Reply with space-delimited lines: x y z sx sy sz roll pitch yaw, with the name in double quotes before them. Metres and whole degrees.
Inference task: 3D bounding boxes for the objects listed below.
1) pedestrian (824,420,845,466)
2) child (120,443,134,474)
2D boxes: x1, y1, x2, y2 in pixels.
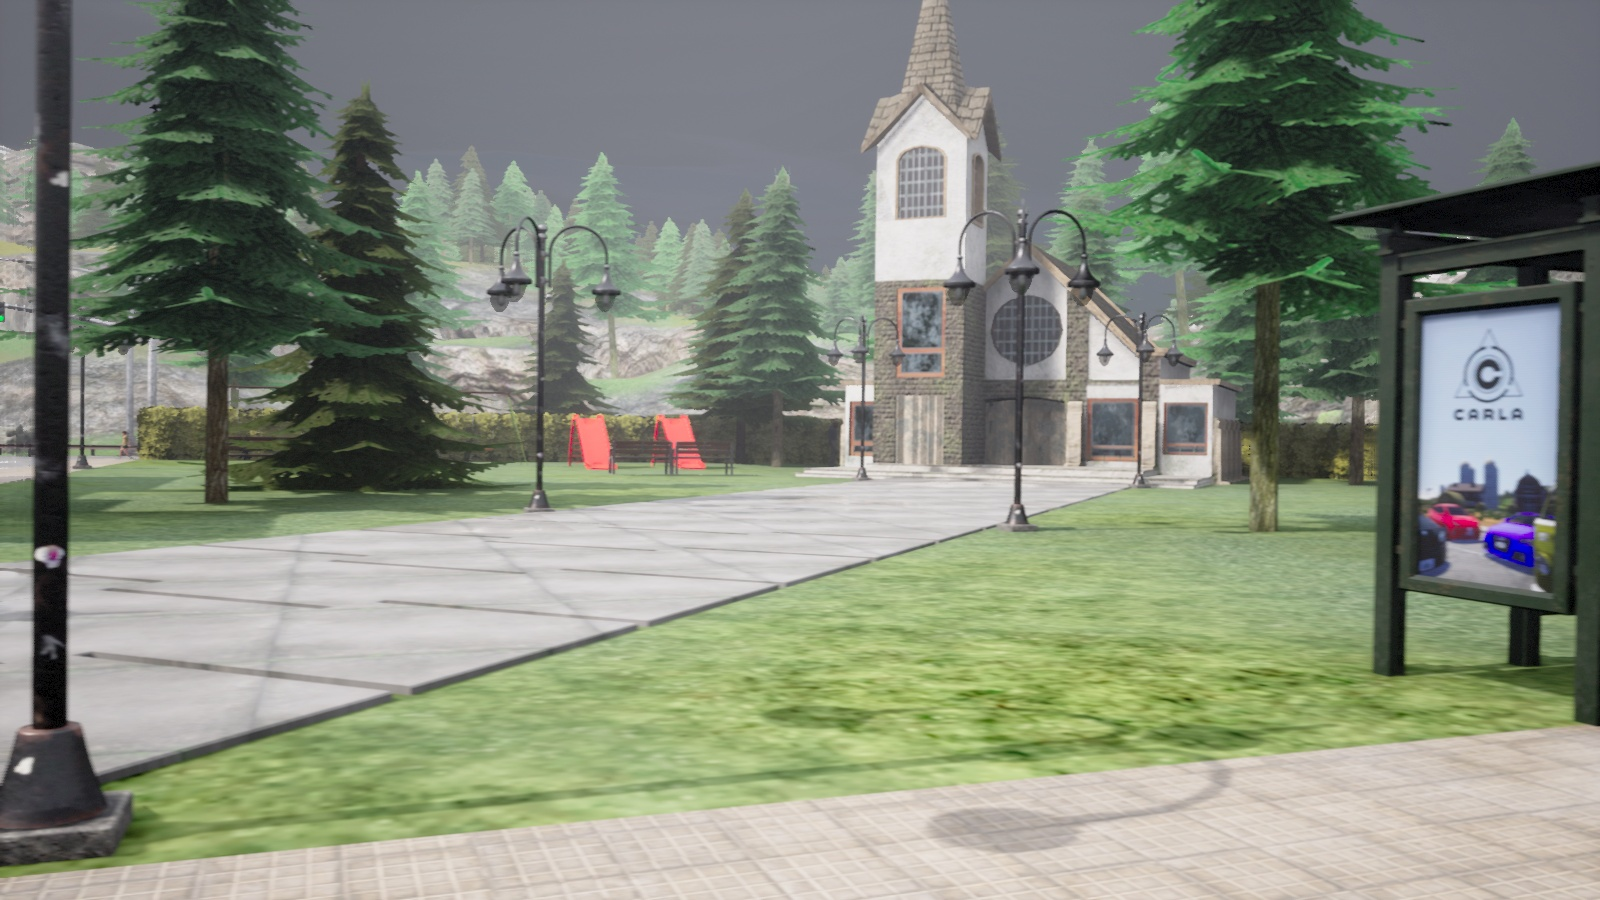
"pedestrian" 1.392 -0.296 50.598 0.726 1.835 0.370 0 1 28
"child" -24.524 0.316 45.741 0.394 1.110 0.255 -1 1 -20
